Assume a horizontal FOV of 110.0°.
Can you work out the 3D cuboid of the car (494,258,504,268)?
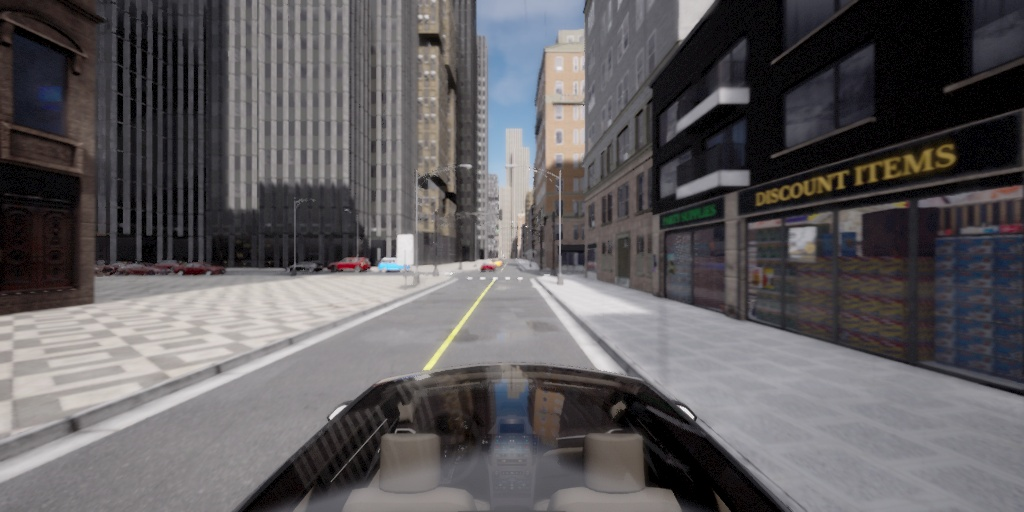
[{"bbox_3d":[-2.991,1.310,64.628,1.882,1.535,5.008,0,1,0],"label":"car"}]

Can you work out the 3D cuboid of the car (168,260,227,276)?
[{"bbox_3d":[-31.536,1.348,36.387,4.507,1.381,1.888,0,0,-1],"label":"car"}]

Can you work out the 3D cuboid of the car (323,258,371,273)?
[{"bbox_3d":[-20.361,1.134,45.082,5.009,1.841,2.192,0,0,-1],"label":"car"}]

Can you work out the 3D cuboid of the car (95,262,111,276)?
[{"bbox_3d":[-42.814,1.236,36.216,4.097,1.591,1.967,0,0,-1],"label":"car"}]

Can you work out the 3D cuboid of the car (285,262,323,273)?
[{"bbox_3d":[-26.001,1.382,44.997,4.313,1.339,1.948,0,0,-1],"label":"car"}]

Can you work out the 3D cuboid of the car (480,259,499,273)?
[{"bbox_3d":[-2.993,1.395,45.561,1.895,1.301,4.718,0,0,0],"label":"car"}]

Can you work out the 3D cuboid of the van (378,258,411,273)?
[{"bbox_3d":[-14.720,1.161,45.168,3.998,1.789,1.690,0,0,-1],"label":"van"}]

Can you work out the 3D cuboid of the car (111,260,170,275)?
[{"bbox_3d":[-39.965,1.366,38.867,4.181,1.385,1.994,0,0,0],"label":"car"}]

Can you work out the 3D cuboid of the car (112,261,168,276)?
[{"bbox_3d":[-37.174,1.382,36.301,4.207,1.307,1.802,0,0,-1],"label":"car"}]
